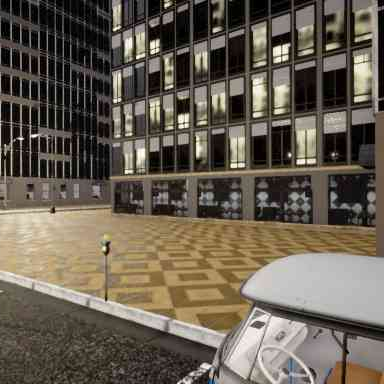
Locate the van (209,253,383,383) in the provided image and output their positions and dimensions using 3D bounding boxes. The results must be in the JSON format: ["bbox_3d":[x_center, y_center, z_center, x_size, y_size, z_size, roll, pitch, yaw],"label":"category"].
[{"bbox_3d":[1.900,1.341,1.523,3.998,1.788,1.690,0,0,35],"label":"van"}]
